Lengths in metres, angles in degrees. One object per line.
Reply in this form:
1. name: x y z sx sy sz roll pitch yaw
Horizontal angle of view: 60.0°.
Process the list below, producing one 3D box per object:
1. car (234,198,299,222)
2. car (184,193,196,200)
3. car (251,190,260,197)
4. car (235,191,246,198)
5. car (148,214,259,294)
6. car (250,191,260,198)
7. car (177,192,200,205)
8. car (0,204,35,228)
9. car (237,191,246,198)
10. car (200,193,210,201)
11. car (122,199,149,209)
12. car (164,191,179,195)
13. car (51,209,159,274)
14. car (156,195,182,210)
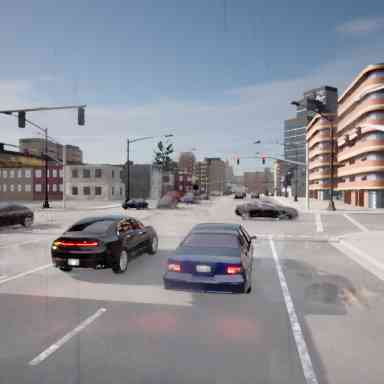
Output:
1. car: 5.739 1.468 25.968 4.902 1.511 2.128 0 0 22
2. car: -0.395 0.981 73.080 1.812 1.442 4.674 0 1 11
3. car: 16.337 0.464 85.645 2.097 1.767 4.553 0 1 11
4. car: 10.686 0.939 75.023 1.994 1.385 4.181 0 1 11
5. car: 0.707 1.547 8.957 2.033 1.411 5.357 0 0 11
6. car: 14.335 0.881 75.441 2.128 1.511 4.902 0 1 11
7. car: -0.476 1.119 54.957 2.097 1.767 4.553 0 1 11
8. car: -11.570 1.503 19.886 1.837 1.490 4.892 0 0 12
9. car: 12.981 0.552 86.719 2.097 1.767 4.553 0 1 11
10. car: 2.516 1.031 69.738 2.128 1.511 4.902 0 1 11
11. car: -6.861 1.544 40.736 1.895 1.301 4.718 0 0 12
12. car: -3.435 0.945 58.015 2.150 2.045 5.566 0 2 11
13. car: -2.511 1.505 10.700 1.837 1.490 4.892 0 0 11
14. car: -3.070 1.439 41.799 1.837 1.490 4.892 0 0 11
